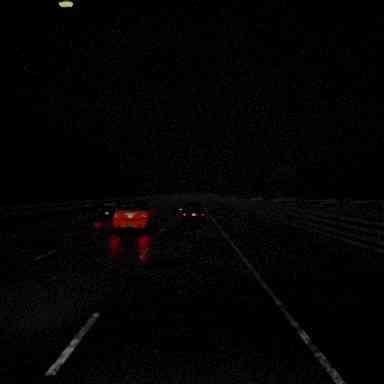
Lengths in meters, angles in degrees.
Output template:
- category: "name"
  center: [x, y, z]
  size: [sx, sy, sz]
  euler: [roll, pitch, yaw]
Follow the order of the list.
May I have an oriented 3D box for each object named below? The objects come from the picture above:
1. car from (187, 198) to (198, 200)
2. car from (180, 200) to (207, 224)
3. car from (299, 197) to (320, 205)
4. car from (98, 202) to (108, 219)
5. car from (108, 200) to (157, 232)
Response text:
- category: "car"
  center: [0.105, 1.516, 42.818]
  size: [1.882, 1.535, 5.008]
  euler: [0, 0, 0]
- category: "car"
  center: [0.105, 1.558, 24.508]
  size: [2.033, 1.411, 5.357]
  euler: [0, 0, 0]
- category: "car"
  center: [22.960, 1.687, 64.806]
  size: [2.033, 1.649, 4.856]
  euler: [0, 0, -21]
- category: "car"
  center: [-6.897, 1.539, 29.245]
  size: [1.812, 1.442, 4.674]
  euler: [0, 0, 0]
- category: "car"
  center: [-3.399, 1.358, 20.445]
  size: [2.097, 1.767, 4.553]
  euler: [0, 0, 0]
